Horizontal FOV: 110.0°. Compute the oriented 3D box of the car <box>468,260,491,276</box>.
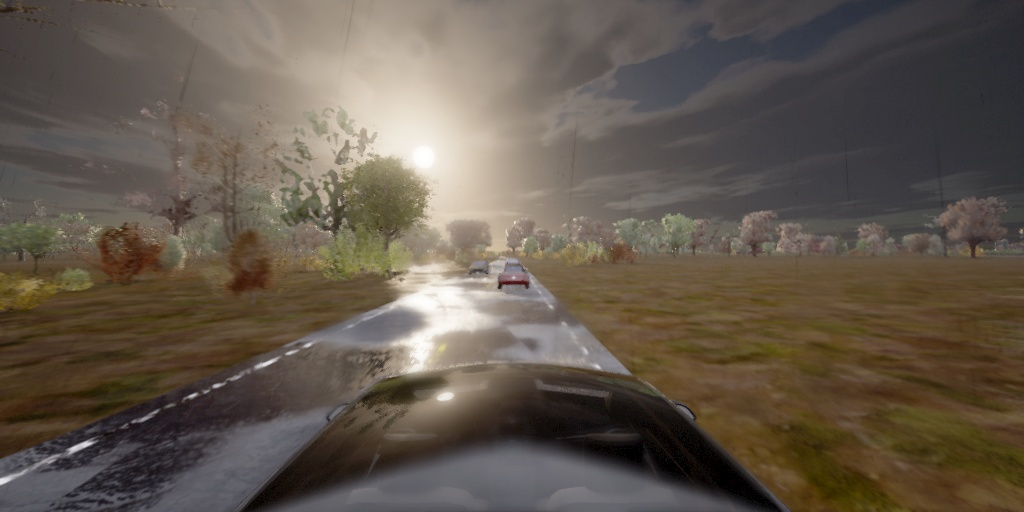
[{"bbox_3d":[-3.071,1.139,34.979,2.033,1.411,5.357,0,0,0],"label":"car"}]

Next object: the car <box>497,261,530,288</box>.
[{"bbox_3d":[0.102,1.217,22.785,1.994,1.385,4.181,0,0,0],"label":"car"}]

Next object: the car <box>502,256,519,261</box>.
[{"bbox_3d":[0.102,1.034,41.532,1.882,1.535,5.008,0,0,0],"label":"car"}]
